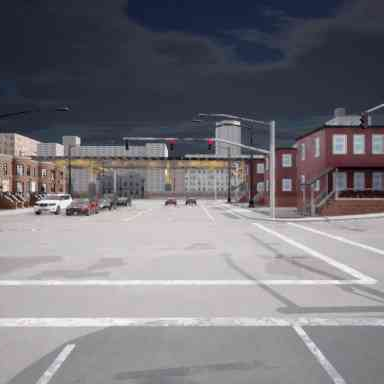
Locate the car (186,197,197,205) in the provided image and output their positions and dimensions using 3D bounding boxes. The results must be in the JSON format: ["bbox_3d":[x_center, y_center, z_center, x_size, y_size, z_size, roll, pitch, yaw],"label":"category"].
[{"bbox_3d":[-0.147,1.526,58.543,1.812,1.442,4.674,0,0,0],"label":"car"}]

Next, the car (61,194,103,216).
[{"bbox_3d":[-10.672,1.352,32.624,2.097,1.767,4.553,0,0,0],"label":"car"}]

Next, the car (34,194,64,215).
[{"bbox_3d":[-14.187,1.222,34.450,2.150,2.045,5.566,0,0,0],"label":"car"}]

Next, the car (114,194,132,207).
[{"bbox_3d":[-10.711,1.477,52.014,1.882,1.535,5.008,0,0,0],"label":"car"}]

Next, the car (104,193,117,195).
[{"bbox_3d":[-14.198,1.220,57.539,2.150,2.045,5.566,0,0,0],"label":"car"}]

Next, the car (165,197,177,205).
[{"bbox_3d":[-3.542,1.526,56.727,1.812,1.442,4.674,0,0,0],"label":"car"}]

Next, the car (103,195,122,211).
[{"bbox_3d":[-10.702,1.491,41.772,2.128,1.511,4.902,0,0,0],"label":"car"}]

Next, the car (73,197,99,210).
[{"bbox_3d":[-14.207,1.478,44.938,1.882,1.535,5.008,0,0,0],"label":"car"}]
